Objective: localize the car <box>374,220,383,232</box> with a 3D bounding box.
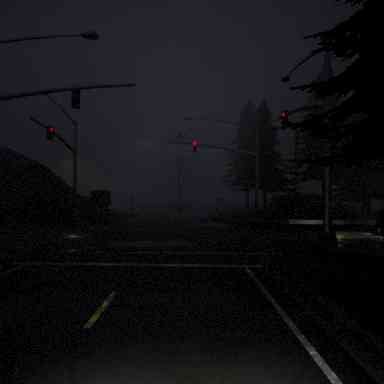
[{"bbox_3d":[14.214,1.864,21.230,4.553,1.767,2.097,0,-1,0],"label":"car"}]
